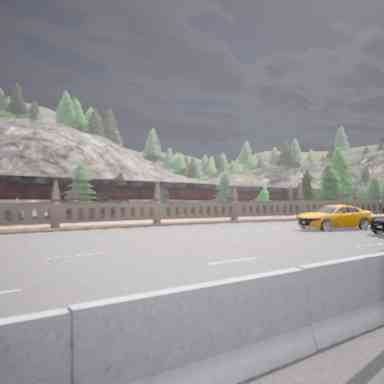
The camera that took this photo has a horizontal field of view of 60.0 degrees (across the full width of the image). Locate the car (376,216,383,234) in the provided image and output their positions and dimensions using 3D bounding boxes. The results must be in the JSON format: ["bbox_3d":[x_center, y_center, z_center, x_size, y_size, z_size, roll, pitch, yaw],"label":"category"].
[{"bbox_3d":[10.168,1.539,13.562,5.008,1.535,1.882,0,0,-25],"label":"car"}]

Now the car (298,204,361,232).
[{"bbox_3d":[8.881,1.545,20.665,5.008,1.535,1.882,0,0,-24],"label":"car"}]

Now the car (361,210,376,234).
[{"bbox_3d":[12.035,1.558,18.231,5.008,1.535,1.882,0,0,-23],"label":"car"}]
